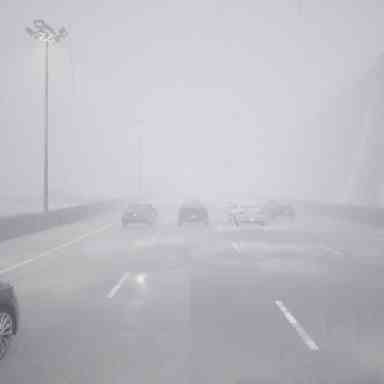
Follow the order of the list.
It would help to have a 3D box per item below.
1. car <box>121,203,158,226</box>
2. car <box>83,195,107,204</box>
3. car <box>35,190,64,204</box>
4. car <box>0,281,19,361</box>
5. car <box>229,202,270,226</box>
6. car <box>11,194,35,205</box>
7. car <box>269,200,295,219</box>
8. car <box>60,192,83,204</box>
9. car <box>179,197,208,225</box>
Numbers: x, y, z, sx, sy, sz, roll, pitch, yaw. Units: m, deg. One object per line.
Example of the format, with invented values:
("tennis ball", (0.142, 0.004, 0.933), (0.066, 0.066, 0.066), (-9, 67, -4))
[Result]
("car", (-3.410, 1.429, 22.394), (2.033, 1.411, 5.357), (0, 1, 0))
("car", (-14.050, 1.064, 49.318), (1.994, 1.385, 4.181), (0, 1, 1))
("car", (-21.036, 0.707, 50.309), (2.150, 2.045, 5.566), (0, 1, 0))
("car", (-3.401, 1.487, 2.850), (2.128, 1.511, 4.902), (0, 0, 0))
("car", (3.577, 1.410, 22.163), (1.812, 1.442, 4.674), (0, 1, 0))
("car", (-24.553, 1.034, 48.854), (1.812, 1.442, 4.674), (0, 1, 1))
("car", (7.074, 1.357, 27.432), (1.812, 1.442, 4.674), (0, 1, 0))
("car", (-17.534, 1.026, 50.428), (2.033, 1.411, 5.357), (0, 1, 0))
("car", (0.090, 1.352, 23.220), (1.882, 1.535, 5.008), (0, 1, 0))
